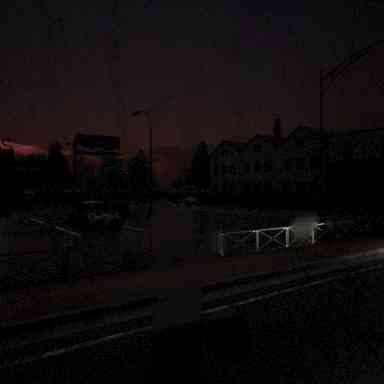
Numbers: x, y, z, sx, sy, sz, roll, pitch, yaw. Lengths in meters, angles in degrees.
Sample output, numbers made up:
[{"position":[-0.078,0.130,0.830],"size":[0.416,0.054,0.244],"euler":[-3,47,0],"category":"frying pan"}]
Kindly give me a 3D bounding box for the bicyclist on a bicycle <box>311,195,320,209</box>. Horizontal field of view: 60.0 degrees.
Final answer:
[{"position":[13.719,1.124,36.870],"size":[1.656,1.620,0.582],"euler":[0,0,-35],"category":"bicyclist on a bicycle"}]

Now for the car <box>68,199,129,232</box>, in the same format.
[{"position":[-5.261,1.248,17.929],"size":[1.970,1.475,3.806],"euler":[0,0,-36],"category":"car"}]

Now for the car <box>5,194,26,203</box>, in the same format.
[{"position":[-38.912,1.328,73.278],"size":[3.866,1.878,1.905],"euler":[0,0,-36],"category":"car"}]

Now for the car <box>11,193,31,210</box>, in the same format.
[{"position":[-19.776,1.092,38.195],"size":[1.905,1.878,3.866],"euler":[0,0,-36],"category":"car"}]

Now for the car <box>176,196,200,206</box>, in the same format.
[{"position":[-0.586,1.349,50.252],"size":[1.812,1.442,4.674],"euler":[0,0,-35],"category":"car"}]

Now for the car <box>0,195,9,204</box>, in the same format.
[{"position":[-39.139,1.495,66.149],"size":[4.611,1.667,2.242],"euler":[0,0,-36],"category":"car"}]

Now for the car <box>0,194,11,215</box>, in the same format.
[{"position":[-17.864,1.113,29.885],"size":[1.932,1.855,4.605],"euler":[0,0,-36],"category":"car"}]
